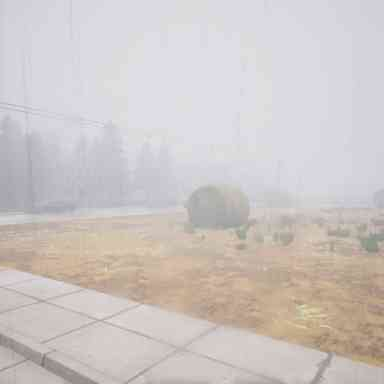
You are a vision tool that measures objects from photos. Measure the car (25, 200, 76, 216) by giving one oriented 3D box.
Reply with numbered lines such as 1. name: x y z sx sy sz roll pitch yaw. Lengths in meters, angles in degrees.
1. car: -14.037 1.532 33.134 1.837 1.490 4.892 0 0 37

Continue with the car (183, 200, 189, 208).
1. car: 0.606 1.590 46.680 1.994 1.385 4.181 0 0 37

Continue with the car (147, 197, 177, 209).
1. car: -4.164 1.519 46.426 2.128 1.511 4.902 0 0 37
